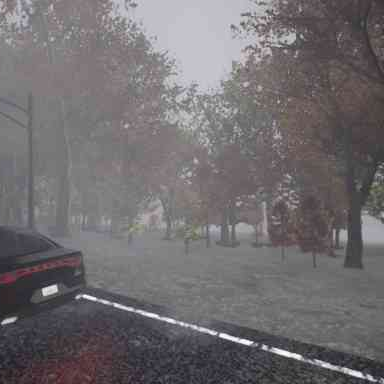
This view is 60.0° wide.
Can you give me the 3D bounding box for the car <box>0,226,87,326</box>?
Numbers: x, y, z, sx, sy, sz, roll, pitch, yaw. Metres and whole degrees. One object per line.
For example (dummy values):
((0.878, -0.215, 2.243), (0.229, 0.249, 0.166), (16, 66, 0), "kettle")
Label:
((-4.226, 1.444, 6.655), (5.008, 1.535, 1.882), (-2, 2, 36), "car")
